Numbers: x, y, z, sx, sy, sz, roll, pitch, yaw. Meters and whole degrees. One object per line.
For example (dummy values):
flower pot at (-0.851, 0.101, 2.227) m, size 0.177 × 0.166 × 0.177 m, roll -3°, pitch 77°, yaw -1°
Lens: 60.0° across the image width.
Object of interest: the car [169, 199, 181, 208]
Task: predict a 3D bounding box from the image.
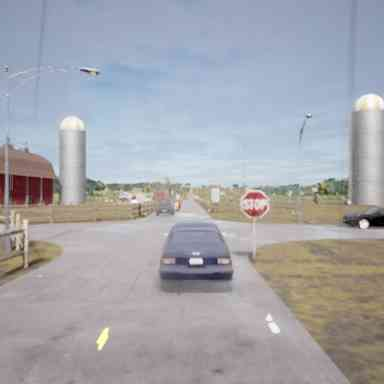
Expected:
car at (-2.858, 1.974, 57.005) m, size 1.882 × 1.535 × 5.008 m, roll 0°, pitch -1°, yaw 0°

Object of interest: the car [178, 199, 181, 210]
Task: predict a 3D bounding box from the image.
car at (-2.860, 1.715, 46.244) m, size 2.097 × 1.767 × 4.553 m, roll 0°, pitch -1°, yaw 0°

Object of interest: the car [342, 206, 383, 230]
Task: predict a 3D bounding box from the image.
car at (12.727, 1.668, 22.319) m, size 5.008 × 1.535 × 1.882 m, roll 0°, pitch 1°, yaw 1°

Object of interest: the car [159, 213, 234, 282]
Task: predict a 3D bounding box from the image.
car at (0.095, 1.592, 9.872) m, size 2.033 × 1.411 × 5.357 m, roll 0°, pitch 0°, yaw 0°

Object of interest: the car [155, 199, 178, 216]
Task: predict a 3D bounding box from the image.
car at (-2.863, 1.775, 36.545) m, size 1.837 × 1.490 × 4.892 m, roll 0°, pitch -1°, yaw 0°
